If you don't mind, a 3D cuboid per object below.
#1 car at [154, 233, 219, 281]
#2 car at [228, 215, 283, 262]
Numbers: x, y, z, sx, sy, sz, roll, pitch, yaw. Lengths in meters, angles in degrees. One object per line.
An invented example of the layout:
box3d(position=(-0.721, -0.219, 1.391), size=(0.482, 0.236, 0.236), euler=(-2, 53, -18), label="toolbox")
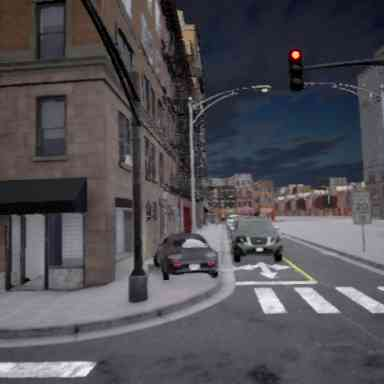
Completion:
box3d(position=(-0.277, 2.213, 12.173), size=(1.812, 1.442, 4.674), euler=(-1, -4, -9), label="car")
box3d(position=(3.151, 2.289, 17.006), size=(2.150, 2.045, 5.566), euler=(-2, -4, 5), label="car")
